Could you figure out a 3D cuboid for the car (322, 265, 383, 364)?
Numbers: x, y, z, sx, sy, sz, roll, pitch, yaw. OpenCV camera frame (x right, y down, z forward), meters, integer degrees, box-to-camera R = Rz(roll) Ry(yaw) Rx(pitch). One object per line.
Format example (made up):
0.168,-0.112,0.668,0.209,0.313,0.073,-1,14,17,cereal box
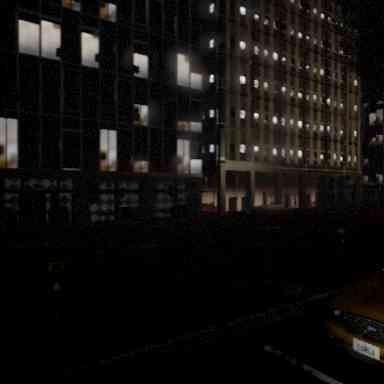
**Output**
3.980,1.460,5.174,4.829,1.417,1.752,0,1,-34,car
